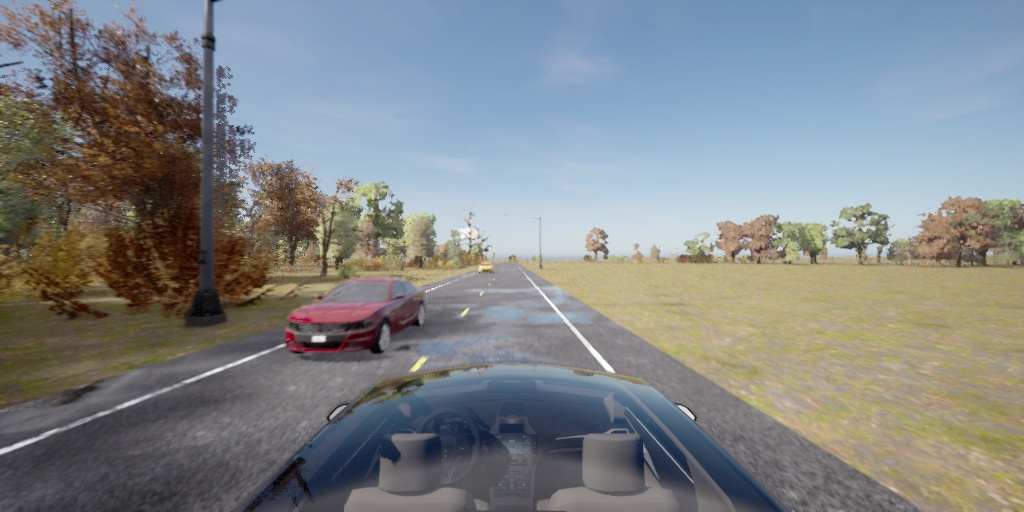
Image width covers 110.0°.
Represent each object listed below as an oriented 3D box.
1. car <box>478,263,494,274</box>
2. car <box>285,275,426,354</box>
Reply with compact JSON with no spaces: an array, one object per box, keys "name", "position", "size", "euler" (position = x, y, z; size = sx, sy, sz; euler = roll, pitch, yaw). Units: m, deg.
[{"name":"car","position":[-3.589,1.657,49.980],"size":[1.882,1.535,5.008],"euler":[0,-1,0]},{"name":"car","position":[-3.603,1.294,9.181],"size":[1.882,1.535,5.008],"euler":[0,-1,0]}]
